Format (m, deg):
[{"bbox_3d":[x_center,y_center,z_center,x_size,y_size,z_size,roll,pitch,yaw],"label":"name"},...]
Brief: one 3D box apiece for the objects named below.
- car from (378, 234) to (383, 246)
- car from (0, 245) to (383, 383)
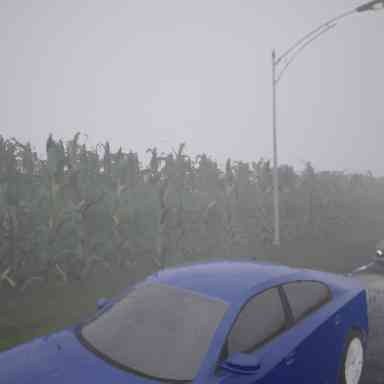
[{"bbox_3d":[7.726,1.641,10.965,5.357,1.411,2.033,0,-1,-45],"label":"car"},{"bbox_3d":[0.171,1.541,3.436,5.008,1.535,1.882,0,-1,-45],"label":"car"}]
